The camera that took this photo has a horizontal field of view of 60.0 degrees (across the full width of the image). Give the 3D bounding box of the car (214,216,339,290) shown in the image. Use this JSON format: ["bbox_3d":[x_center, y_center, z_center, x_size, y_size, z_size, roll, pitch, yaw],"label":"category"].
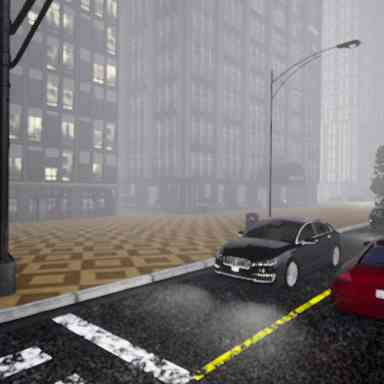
[{"bbox_3d":[2.589,1.467,9.227,1.837,1.490,4.892,1,1,42],"label":"car"}]

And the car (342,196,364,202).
[{"bbox_3d":[39.376,1.720,79.974,1.947,1.339,4.313,-1,0,-33],"label":"car"}]

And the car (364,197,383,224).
[{"bbox_3d":[12.539,1.175,20.036,2.150,2.045,5.566,1,1,44],"label":"car"}]

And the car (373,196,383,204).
[{"bbox_3d":[38.584,1.577,65.967,2.008,1.369,4.403,-1,0,-33],"label":"car"}]

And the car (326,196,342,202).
[{"bbox_3d":[36.277,1.761,84.667,1.947,1.339,4.313,-1,0,-33],"label":"car"}]

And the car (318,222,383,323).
[{"bbox_3d":[4.346,1.559,6.602,1.994,1.385,4.181,1,1,42],"label":"car"}]
